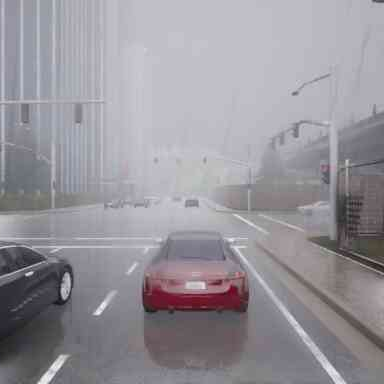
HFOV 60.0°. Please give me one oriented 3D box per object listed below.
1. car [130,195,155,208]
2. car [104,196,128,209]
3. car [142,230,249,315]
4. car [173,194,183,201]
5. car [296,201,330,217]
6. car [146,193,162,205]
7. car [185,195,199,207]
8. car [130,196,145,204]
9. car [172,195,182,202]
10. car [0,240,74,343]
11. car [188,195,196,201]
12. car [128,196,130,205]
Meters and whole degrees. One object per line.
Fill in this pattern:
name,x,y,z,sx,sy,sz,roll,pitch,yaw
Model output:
car,-7.096,1.547,47.973,2.033,1.411,5.357,0,0,0
car,-10.600,1.492,45.348,2.128,1.511,4.902,0,0,0
car,0.070,1.564,7.673,1.994,1.385,4.181,0,0,0
car,-3.514,1.386,84.688,2.128,1.511,4.902,0,0,0
car,12.362,1.581,31.777,4.674,1.442,1.812,0,0,-3
car,-7.084,1.221,58.163,2.150,2.045,5.566,0,0,1
car,0.029,1.477,50.038,1.882,1.535,5.008,0,0,1
car,-10.543,1.547,64.908,2.033,1.411,5.357,0,0,1
car,-3.512,1.495,74.264,1.837,1.490,4.892,0,0,0
car,-3.443,1.505,5.217,1.837,1.490,4.892,0,0,0
car,-0.013,1.478,82.793,1.882,1.535,5.008,0,0,0
car,-10.593,1.505,54.592,1.837,1.490,4.892,0,0,0
